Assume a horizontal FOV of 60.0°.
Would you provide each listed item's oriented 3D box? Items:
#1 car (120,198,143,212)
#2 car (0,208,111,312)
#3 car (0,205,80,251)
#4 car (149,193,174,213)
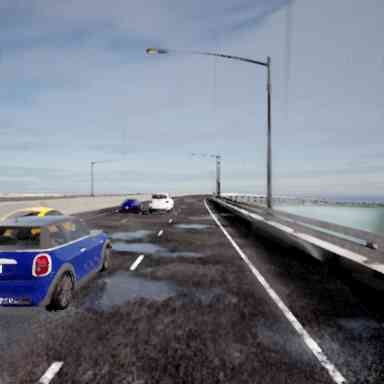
[{"bbox_3d":[-6.646,1.422,36.461,1.812,1.442,4.674,0,0,1],"label":"car"},{"bbox_3d":[-3.382,1.329,7.833,2.097,1.767,4.553,0,0,0],"label":"car"},{"bbox_3d":[-6.850,1.435,14.961,1.882,1.535,5.008,0,0,0],"label":"car"},{"bbox_3d":[-3.168,1.122,34.902,2.150,2.045,5.566,0,0,1],"label":"car"}]
